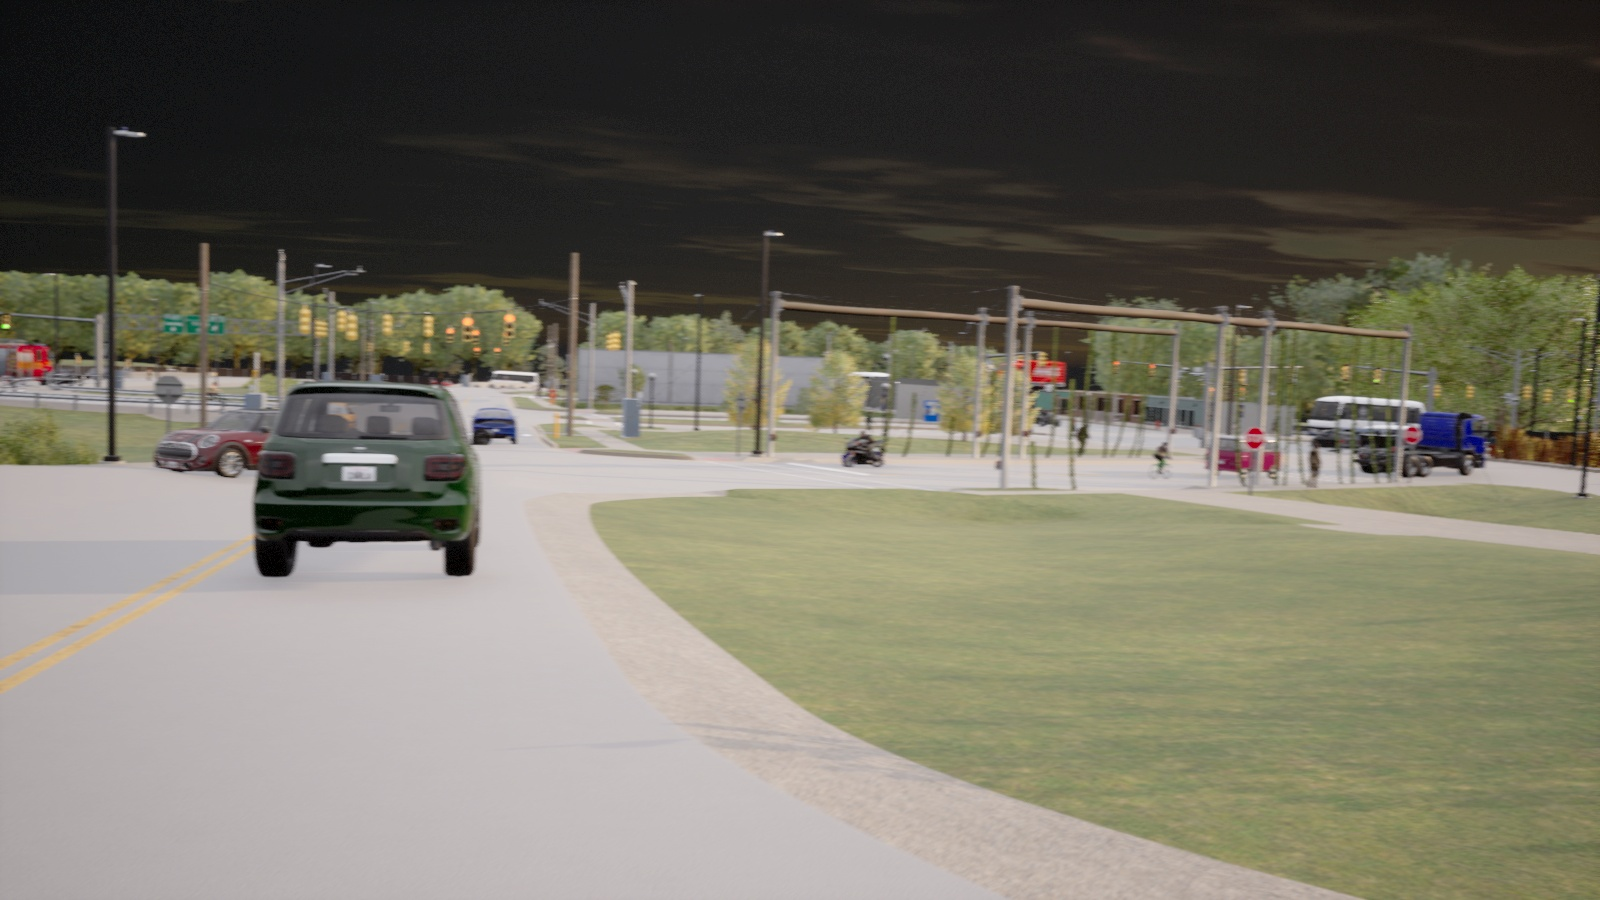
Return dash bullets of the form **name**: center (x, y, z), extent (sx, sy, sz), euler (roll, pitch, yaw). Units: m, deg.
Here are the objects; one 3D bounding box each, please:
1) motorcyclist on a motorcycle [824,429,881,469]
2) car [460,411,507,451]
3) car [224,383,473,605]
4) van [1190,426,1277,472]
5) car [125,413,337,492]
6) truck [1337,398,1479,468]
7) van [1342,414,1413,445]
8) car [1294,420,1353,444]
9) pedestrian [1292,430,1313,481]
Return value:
- **motorcyclist on a motorcycle**: center (2.092, -0.048, 49.961), extent (2.191, 1.530, 0.866), euler (0, 4, -40)
- **car**: center (-13.697, -0.851, 54.205), extent (1.882, 1.535, 5.008), euler (0, 3, -15)
- **car**: center (-4.931, 0.371, 14.527), extent (2.150, 2.045, 5.566), euler (0, 1, -14)
- **van**: center (20.441, -0.079, 59.123), extent (4.442, 1.987, 1.775), euler (-1, 5, -41)
- **car**: center (-14.222, 0.000, 31.681), extent (2.097, 1.767, 4.553), euler (3, 2, 26)
- **truck**: center (33.116, -1.010, 68.338), extent (7.936, 3.462, 2.891), euler (-2, 5, -31)
- **van**: center (40.189, -1.454, 87.458), extent (2.069, 2.038, 4.480), euler (0, 3, -15)
- **car**: center (36.395, -1.246, 87.408), extent (1.789, 1.549, 3.705), euler (0, 3, -16)
- **pedestrian**: center (19.814, 0.210, 49.487), extent (0.692, 1.930, 0.396), euler (-2, 6, -39)
